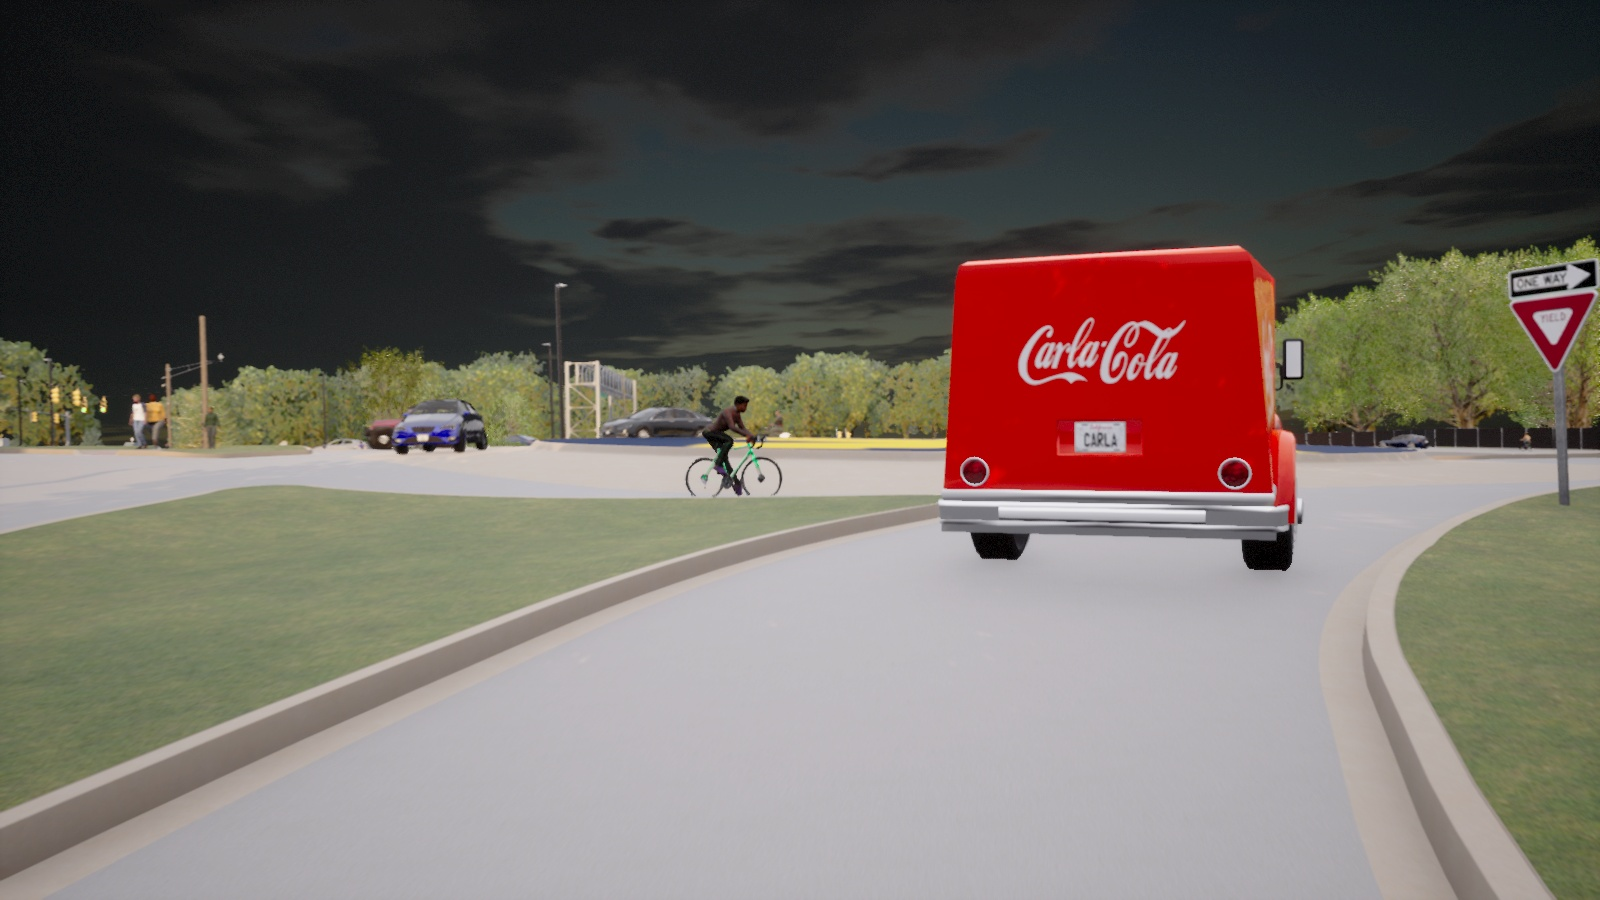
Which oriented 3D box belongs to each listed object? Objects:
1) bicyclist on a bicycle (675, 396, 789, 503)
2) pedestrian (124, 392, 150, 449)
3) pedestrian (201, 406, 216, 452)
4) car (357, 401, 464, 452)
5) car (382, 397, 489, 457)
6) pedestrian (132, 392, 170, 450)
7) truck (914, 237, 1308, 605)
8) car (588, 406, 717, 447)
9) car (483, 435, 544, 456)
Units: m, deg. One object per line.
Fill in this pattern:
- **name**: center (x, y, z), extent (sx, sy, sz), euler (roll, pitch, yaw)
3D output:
- **bicyclist on a bicycle**: center (-1.058, 0.000, 19.416), extent (1.656, 1.620, 0.582), euler (-1, 0, 21)
- **pedestrian**: center (-21.719, -0.957, 41.148), extent (0.354, 1.836, 0.706), euler (-2, -1, 11)
- **pedestrian**: center (-23.987, -0.855, 50.916), extent (0.353, 1.847, 0.614), euler (-2, -1, -8)
- **car**: center (-15.396, -0.895, 49.629), extent (3.866, 1.878, 1.905), euler (0, -1, -23)
- **car**: center (-9.890, -0.641, 34.384), extent (1.816, 1.474, 4.193), euler (-2, 1, -3)
- **pedestrian**: center (-21.559, -0.967, 41.731), extent (0.874, 1.855, 0.900), euler (-2, -1, -15)
- **truck**: center (3.106, -0.340, 11.320), extent (2.627, 2.467, 5.204), euler (0, 3, 23)
- **car**: center (-5.651, -0.873, 48.696), extent (1.837, 1.490, 4.892), euler (0, 0, 44)
- **car**: center (-21.883, -0.327, 95.755), extent (4.674, 1.442, 1.812), euler (-2, -2, 34)
